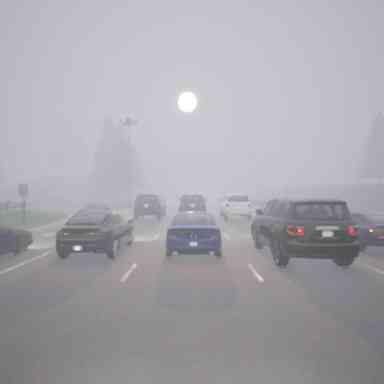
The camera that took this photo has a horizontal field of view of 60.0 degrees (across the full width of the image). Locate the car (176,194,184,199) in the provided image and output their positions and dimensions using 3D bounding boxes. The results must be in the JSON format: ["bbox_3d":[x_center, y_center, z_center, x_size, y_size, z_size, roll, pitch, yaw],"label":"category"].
[{"bbox_3d":[-3.478,1.232,93.871,2.033,1.411,5.357,0,0,0],"label":"car"}]

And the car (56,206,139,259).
[{"bbox_3d":[-3.436,1.476,12.515,1.837,1.490,4.892,0,-1,1],"label":"car"}]

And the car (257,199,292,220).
[{"bbox_3d":[7.076,1.445,29.063,1.837,1.490,4.892,0,1,0],"label":"car"}]

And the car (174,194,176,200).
[{"bbox_3d":[-3.480,1.150,84.249,2.097,1.767,4.553,0,0,0],"label":"car"}]

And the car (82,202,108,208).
[{"bbox_3d":[-7.247,1.495,25.213,2.033,1.411,5.357,0,0,-5],"label":"car"}]

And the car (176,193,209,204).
[{"bbox_3d":[0.070,1.165,27.780,2.150,2.045,5.566,0,0,0],"label":"car"}]

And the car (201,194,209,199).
[{"bbox_3d":[3.522,1.232,93.869,2.033,1.411,5.357,0,0,0],"label":"car"}]

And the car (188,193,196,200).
[{"bbox_3d":[0.020,1.150,84.249,2.097,1.767,4.553,0,0,0],"label":"car"}]

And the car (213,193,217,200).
[{"bbox_3d":[7.020,1.337,84.660,2.128,1.511,4.902,0,0,0],"label":"car"}]

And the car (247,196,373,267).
[{"bbox_3d":[3.565,1.197,11.468,2.150,2.045,5.566,0,0,0],"label":"car"}]

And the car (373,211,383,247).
[{"bbox_3d":[7.075,1.497,13.719,1.812,1.442,4.674,0,0,0],"label":"car"}]

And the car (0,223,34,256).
[{"bbox_3d":[-6.952,1.526,10.238,2.033,1.411,5.357,0,0,0],"label":"car"}]

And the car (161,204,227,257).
[{"bbox_3d":[0.067,1.450,12.790,1.882,1.535,5.008,0,0,0],"label":"car"}]

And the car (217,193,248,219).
[{"bbox_3d":[3.569,1.165,27.777,2.150,2.045,5.566,0,0,0],"label":"car"}]

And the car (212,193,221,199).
[{"bbox_3d":[7.023,1.070,94.671,2.097,1.767,4.553,0,0,0],"label":"car"}]

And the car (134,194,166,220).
[{"bbox_3d":[-3.431,1.166,27.738,2.150,2.045,5.566,0,0,0],"label":"car"}]
